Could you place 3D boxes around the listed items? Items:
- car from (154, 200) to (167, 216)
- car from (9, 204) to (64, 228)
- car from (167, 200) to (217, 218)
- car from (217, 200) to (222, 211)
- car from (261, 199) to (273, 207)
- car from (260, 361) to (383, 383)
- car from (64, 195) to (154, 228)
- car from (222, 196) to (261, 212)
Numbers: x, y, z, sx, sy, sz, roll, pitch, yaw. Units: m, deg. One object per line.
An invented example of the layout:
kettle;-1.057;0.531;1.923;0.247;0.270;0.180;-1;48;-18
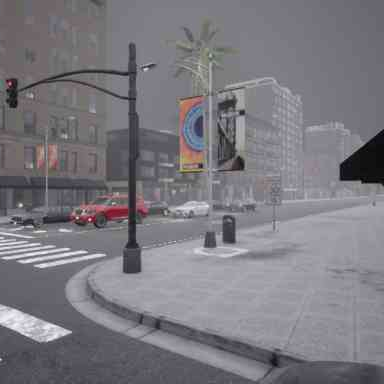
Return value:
car;-3.986;1.534;30.623;1.837;1.490;4.892;0;0;35
car;-9.466;1.561;22.847;2.033;1.411;5.357;0;0;35
car;0.128;1.564;30.811;1.812;1.442;4.674;0;0;35
car;2.191;1.598;39.372;2.033;1.411;5.357;0;0;35
car;11.283;1.742;52.107;1.895;1.301;4.718;0;0;35
car;2.169;1.551;1.301;4.403;1.369;2.008;0;0;35
car;-5.497;1.243;22.827;2.150;2.045;5.566;0;0;35
car;5.871;1.411;38.939;2.097;1.767;4.553;0;0;35
